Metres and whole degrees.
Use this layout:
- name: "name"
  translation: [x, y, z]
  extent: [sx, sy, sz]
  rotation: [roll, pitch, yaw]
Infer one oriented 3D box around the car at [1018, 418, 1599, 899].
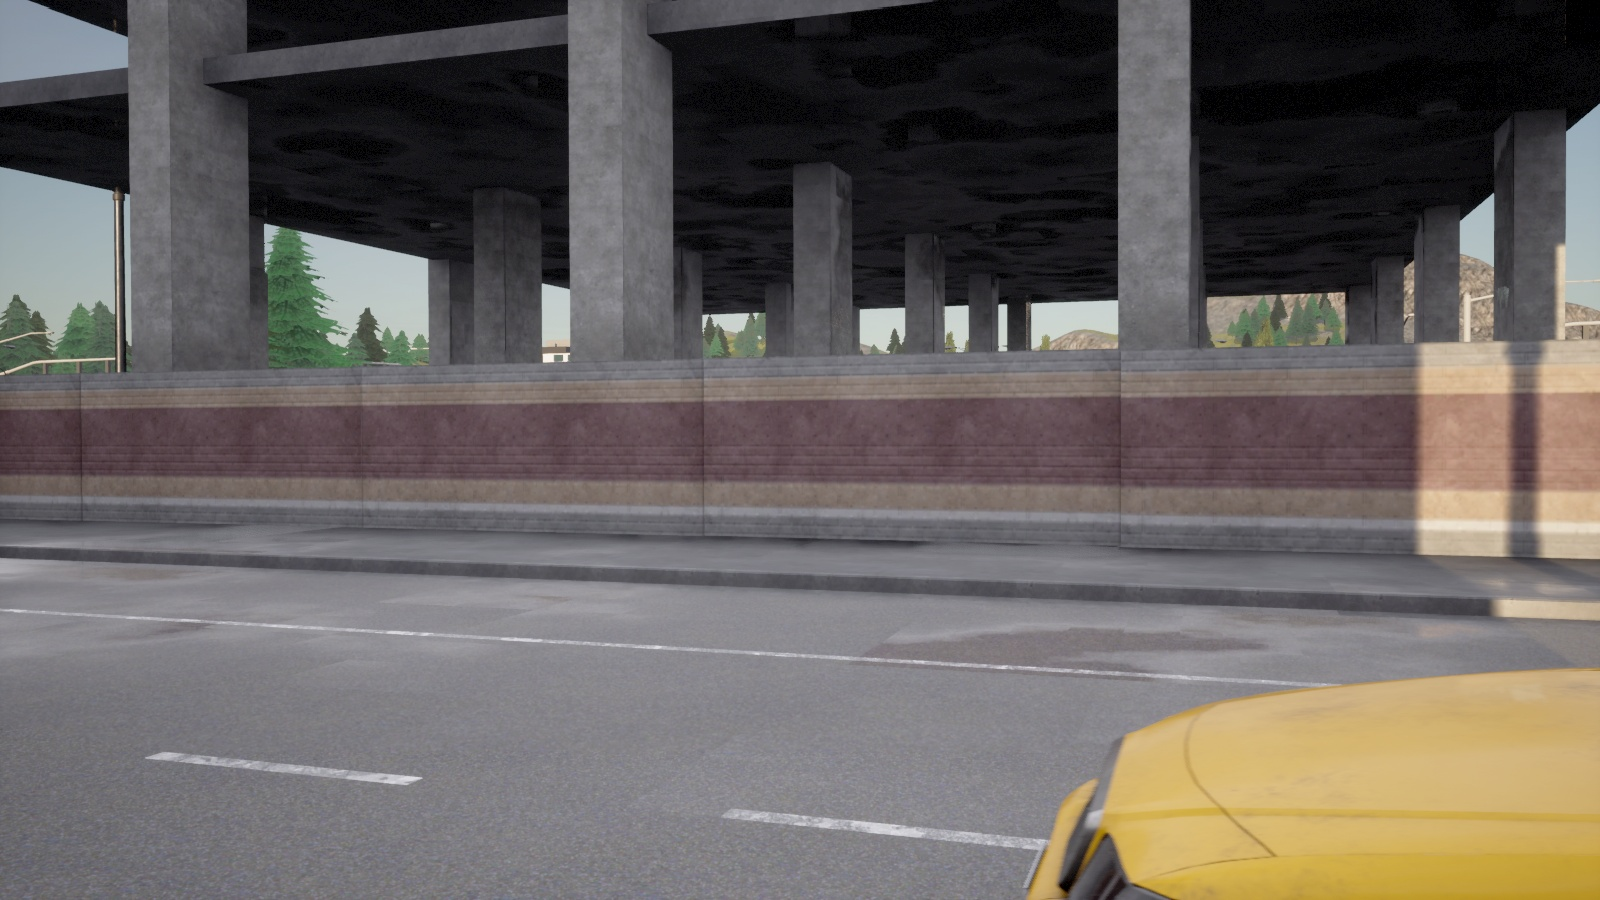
- name: "car"
  translation: [3.198, 0.744, 2.119]
  extent: [5.366, 1.575, 1.801]
  rotation: [1, 1, 18]
